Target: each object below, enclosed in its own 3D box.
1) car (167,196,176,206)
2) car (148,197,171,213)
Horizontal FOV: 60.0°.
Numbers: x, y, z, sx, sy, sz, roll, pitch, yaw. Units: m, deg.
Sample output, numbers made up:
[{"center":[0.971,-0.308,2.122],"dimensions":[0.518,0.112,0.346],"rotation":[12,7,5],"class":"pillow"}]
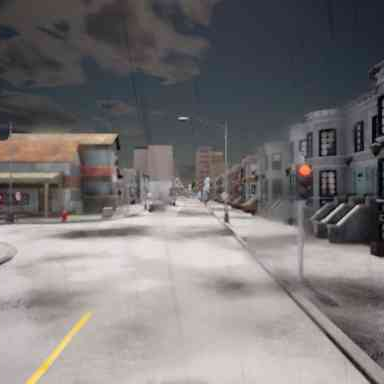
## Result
[{"center":[-3.971,1.557,57.560],"dimensions":[2.097,1.767,4.553],"rotation":[0,0,1],"class":"car"},{"center":[-4.048,1.690,39.821],"dimensions":[2.033,1.411,5.357],"rotation":[0,0,0],"class":"car"}]
